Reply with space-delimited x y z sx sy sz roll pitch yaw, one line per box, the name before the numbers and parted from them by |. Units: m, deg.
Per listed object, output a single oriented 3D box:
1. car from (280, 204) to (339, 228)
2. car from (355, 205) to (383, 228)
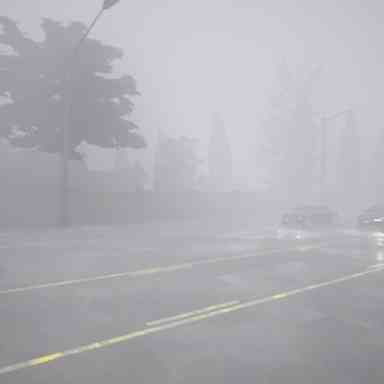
car | 8.056 1.575 22.641 4.892 1.490 1.837 0 0 -36
car | 12.495 1.586 21.508 4.892 1.490 1.837 0 0 -36
